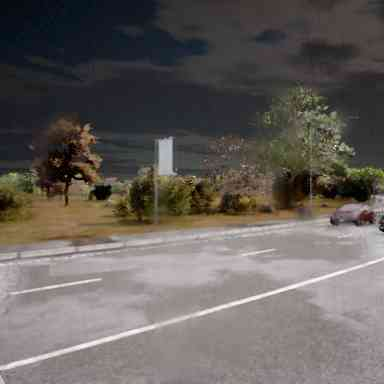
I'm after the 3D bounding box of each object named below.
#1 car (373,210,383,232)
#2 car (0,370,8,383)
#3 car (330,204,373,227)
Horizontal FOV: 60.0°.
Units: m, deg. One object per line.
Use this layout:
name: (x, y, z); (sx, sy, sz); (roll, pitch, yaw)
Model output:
car: (12.497, 1.535, 19.398); (4.892, 1.490, 1.837); (0, 0, -45)
car: (-3.413, 1.609, 1.401); (4.718, 1.301, 1.895); (0, 0, -35)
car: (11.265, 1.562, 23.105); (1.812, 1.442, 4.674); (0, 0, 45)
